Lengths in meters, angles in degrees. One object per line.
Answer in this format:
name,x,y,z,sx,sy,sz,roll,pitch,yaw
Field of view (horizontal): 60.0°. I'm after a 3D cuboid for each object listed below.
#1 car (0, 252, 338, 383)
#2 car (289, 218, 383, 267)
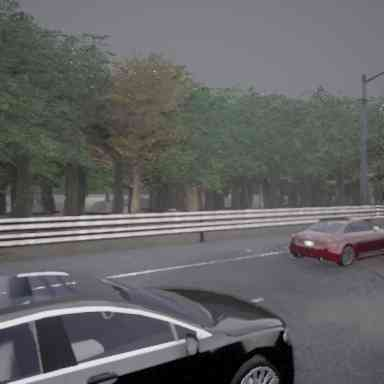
car,-1.131,1.490,2.897,4.902,1.511,2.128,0,0,-35
car,5.358,1.598,11.611,4.181,1.385,1.994,0,0,-34
